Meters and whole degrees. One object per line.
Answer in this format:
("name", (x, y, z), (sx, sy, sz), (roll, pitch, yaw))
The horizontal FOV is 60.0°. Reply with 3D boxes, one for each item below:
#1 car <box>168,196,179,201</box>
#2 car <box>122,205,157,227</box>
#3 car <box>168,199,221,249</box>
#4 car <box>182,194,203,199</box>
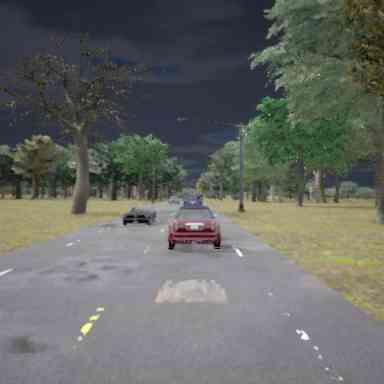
("car", (-3.523, 1.587, 64.987), (2.097, 1.767, 4.553), (0, 0, 0))
("car", (-3.603, 1.633, 23.457), (1.895, 1.301, 4.718), (0, 0, 0))
("car", (0.098, 1.369, 14.817), (2.097, 1.767, 4.553), (0, 0, 0))
("car", (0.095, 1.294, 37.241), (2.150, 2.045, 5.566), (0, 0, 0))
